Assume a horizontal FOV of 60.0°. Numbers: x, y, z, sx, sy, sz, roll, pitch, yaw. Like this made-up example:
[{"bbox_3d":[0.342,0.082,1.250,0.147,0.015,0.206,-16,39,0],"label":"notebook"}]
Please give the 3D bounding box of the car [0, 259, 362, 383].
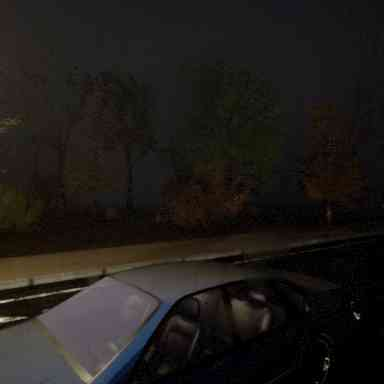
[{"bbox_3d":[-0.199,1.544,3.537,5.357,1.411,2.033,0,0,-39],"label":"car"}]
